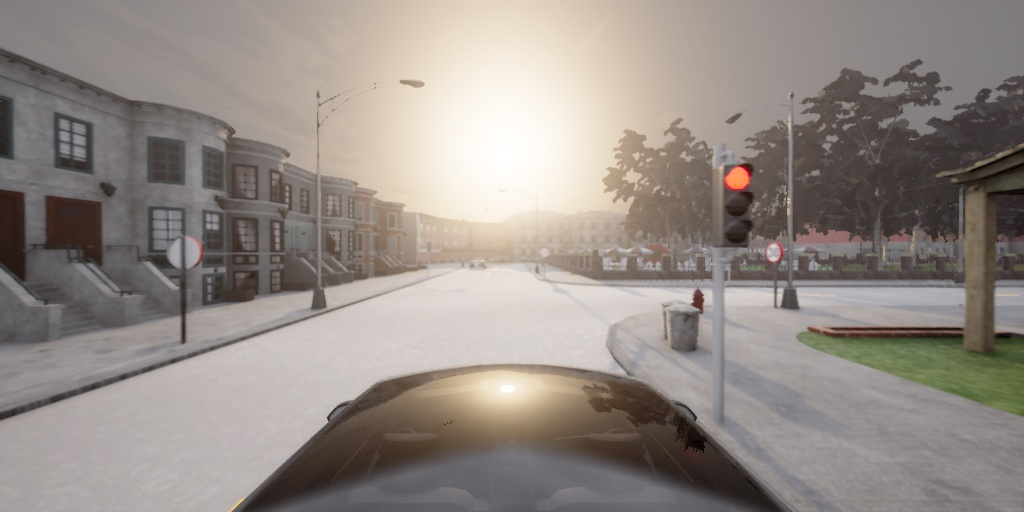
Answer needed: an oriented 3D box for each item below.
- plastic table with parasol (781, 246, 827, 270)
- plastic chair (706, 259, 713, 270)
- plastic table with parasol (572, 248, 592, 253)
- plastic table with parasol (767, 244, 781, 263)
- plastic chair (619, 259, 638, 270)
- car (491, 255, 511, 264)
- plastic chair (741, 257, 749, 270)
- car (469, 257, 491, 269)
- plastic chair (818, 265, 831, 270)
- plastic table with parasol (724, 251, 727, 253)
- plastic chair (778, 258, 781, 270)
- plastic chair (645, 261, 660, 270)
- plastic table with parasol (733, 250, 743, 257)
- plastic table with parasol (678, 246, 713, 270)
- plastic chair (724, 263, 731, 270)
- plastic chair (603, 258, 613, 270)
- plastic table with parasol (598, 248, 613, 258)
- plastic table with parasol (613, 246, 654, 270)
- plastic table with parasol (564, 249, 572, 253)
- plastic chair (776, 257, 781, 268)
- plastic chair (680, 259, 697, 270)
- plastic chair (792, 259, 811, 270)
[{"bbox_3d":[23.726,0.425,28.901,2.482,2.480,2.482,0,0,-40],"label":"plastic table with parasol"},{"bbox_3d":[16.187,1.052,28.633,0.750,1.272,0.730,0,0,-35],"label":"plastic chair"},{"bbox_3d":[9.998,0.197,47.180,2.482,2.480,2.482,0,0,-38],"label":"plastic table with parasol"},{"bbox_3d":[26.461,0.385,34.222,2.482,2.480,2.482,0,0,-40],"label":"plastic table with parasol"},{"bbox_3d":[9.025,1.090,27.857,0.730,1.272,0.750,0,0,-40],"label":"plastic chair"},{"bbox_3d":[-2.141,0.652,63.550,2.128,1.511,4.902,0,1,36],"label":"car"},{"bbox_3d":[22.884,0.963,35.873,0.750,1.272,0.730,0,0,-34],"label":"plastic chair"},{"bbox_3d":[-4.145,0.834,44.327,2.128,1.511,4.902,0,1,0],"label":"car"},{"bbox_3d":[24.627,1.066,27.928,0.750,1.272,0.730,0,0,-35],"label":"plastic chair"},{"bbox_3d":[18.248,0.369,33.594,2.482,2.480,2.482,0,0,-42],"label":"plastic table with parasol"},{"bbox_3d":[22.988,1.002,29.920,0.750,1.272,0.730,0,0,-40],"label":"plastic chair"},{"bbox_3d":[10.957,1.092,27.629,0.750,1.272,0.730,0,0,-35],"label":"plastic chair"},{"bbox_3d":[22.040,0.286,36.864,2.482,2.480,2.482,0,0,-39],"label":"plastic table with parasol"},{"bbox_3d":[15.284,0.439,29.605,2.482,2.480,2.482,0,0,-40],"label":"plastic table with parasol"},{"bbox_3d":[19.136,1.010,32.643,0.750,1.272,0.730,0,0,-35],"label":"plastic chair"},{"bbox_3d":[8.582,1.009,32.346,0.730,1.272,0.750,0,0,-40],"label":"plastic chair"},{"bbox_3d":[9.612,0.401,33.091,2.482,2.480,2.482,0,0,-40],"label":"plastic table with parasol"},{"bbox_3d":[10.055,0.479,28.602,2.482,2.480,2.482,0,0,-40],"label":"plastic table with parasol"},{"bbox_3d":[9.198,0.228,54.876,2.482,2.480,2.482,0,0,0],"label":"plastic table with parasol"},{"bbox_3d":[25.431,0.991,33.477,0.730,1.272,0.750,0,0,-40],"label":"plastic chair"},{"bbox_3d":[14.254,1.062,28.860,0.730,1.272,0.750,0,0,-40],"label":"plastic chair"},{"bbox_3d":[22.702,1.037,28.145,0.730,1.272,0.750,0,0,-39],"label":"plastic chair"}]
